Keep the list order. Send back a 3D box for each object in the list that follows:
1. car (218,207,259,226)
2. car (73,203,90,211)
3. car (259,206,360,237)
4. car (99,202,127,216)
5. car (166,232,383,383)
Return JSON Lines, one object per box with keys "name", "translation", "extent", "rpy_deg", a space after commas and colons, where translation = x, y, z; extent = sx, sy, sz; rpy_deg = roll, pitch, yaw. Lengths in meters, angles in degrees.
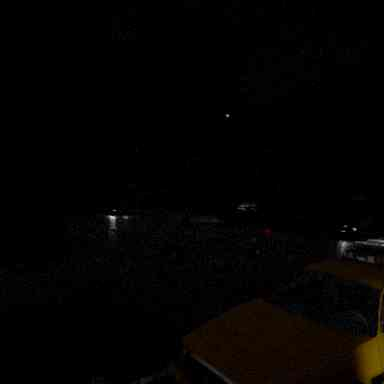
{"name": "car", "translation": [4.092, 1.764, 25.011], "extent": [1.895, 1.301, 4.718], "rpy_deg": [1, -2, -36]}
{"name": "car", "translation": [-19.097, 2.509, 57.411], "extent": [1.994, 1.385, 4.181], "rpy_deg": [1, -2, -36]}
{"name": "car", "translation": [6.051, 1.507, 17.208], "extent": [1.837, 1.490, 4.892], "rpy_deg": [1, -2, -36]}
{"name": "car", "translation": [-9.291, 1.979, 38.667], "extent": [1.837, 1.490, 4.892], "rpy_deg": [1, -2, -35]}
{"name": "car", "translation": [2.003, 1.497, 4.216], "extent": [4.829, 1.417, 1.752], "rpy_deg": [-1, 2, -35]}
